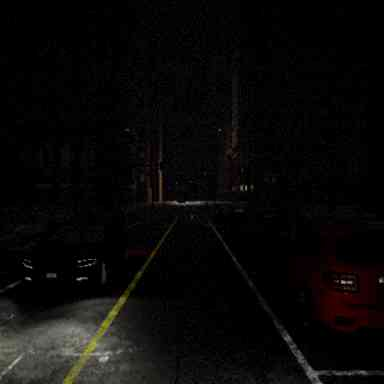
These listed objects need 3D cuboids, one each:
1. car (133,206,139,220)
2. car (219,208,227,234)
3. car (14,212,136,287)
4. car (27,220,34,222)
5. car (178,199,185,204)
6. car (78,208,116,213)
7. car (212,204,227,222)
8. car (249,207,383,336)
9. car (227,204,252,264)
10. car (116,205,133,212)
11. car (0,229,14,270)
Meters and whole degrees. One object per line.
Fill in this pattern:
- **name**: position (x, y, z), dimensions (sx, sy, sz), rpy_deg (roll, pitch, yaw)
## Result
- **car**: position (-5.758, 1.879, 29.295), dimensions (2.008, 1.369, 4.403), rpy_deg (0, -1, 0)
- **car**: position (2.764, 1.766, 18.023), dimensions (1.947, 1.339, 4.313), rpy_deg (0, -1, 0)
- **car**: position (-3.097, 1.586, 9.824), dimensions (1.882, 1.535, 5.008), rpy_deg (0, -1, 0)
- **car**: position (-5.762, 1.719, 12.386), dimensions (1.802, 1.307, 4.206), rpy_deg (0, -1, 0)
- **car**: position (-3.061, 2.682, 95.481), dimensions (1.994, 1.385, 4.181), rpy_deg (0, -1, 0)
- **car**: position (-5.761, 1.766, 18.022), dimensions (1.947, 1.339, 4.313), rpy_deg (0, -1, 0)
- **car**: position (2.766, 1.768, 29.296), dimensions (1.967, 1.590, 4.097), rpy_deg (0, -1, 0)
- **car**: position (2.760, 1.390, 6.754), dimensions (2.192, 1.841, 5.009), rpy_deg (0, -1, 0)
- **car**: position (2.762, 1.452, 12.390), dimensions (2.192, 1.841, 5.009), rpy_deg (0, -1, 0)
- **car**: position (-5.760, 1.830, 23.658), dimensions (1.947, 1.339, 4.313), rpy_deg (0, -1, 0)
- **car**: position (-5.764, 1.599, 6.580), dimensions (1.752, 1.417, 4.829), rpy_deg (0, -1, 0)
